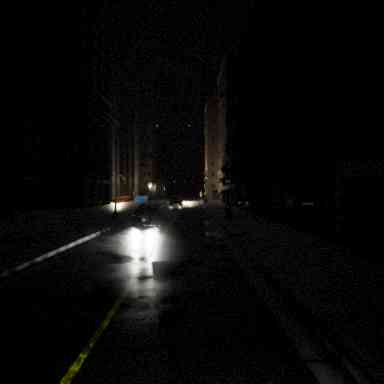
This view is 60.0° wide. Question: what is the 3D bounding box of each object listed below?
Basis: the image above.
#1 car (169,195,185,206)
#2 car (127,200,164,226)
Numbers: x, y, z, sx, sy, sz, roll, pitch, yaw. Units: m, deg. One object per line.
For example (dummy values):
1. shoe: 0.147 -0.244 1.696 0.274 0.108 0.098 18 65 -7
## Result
1. car: -3.032 1.566 62.241 2.150 2.045 5.566 0 -1 1
2. car: -3.102 1.554 23.927 2.128 1.511 4.902 0 0 0
